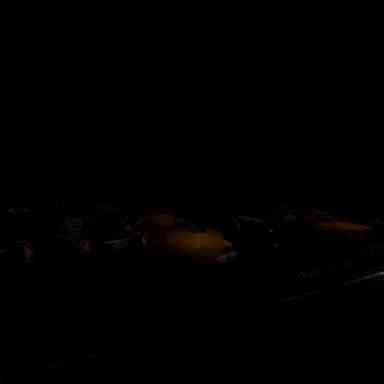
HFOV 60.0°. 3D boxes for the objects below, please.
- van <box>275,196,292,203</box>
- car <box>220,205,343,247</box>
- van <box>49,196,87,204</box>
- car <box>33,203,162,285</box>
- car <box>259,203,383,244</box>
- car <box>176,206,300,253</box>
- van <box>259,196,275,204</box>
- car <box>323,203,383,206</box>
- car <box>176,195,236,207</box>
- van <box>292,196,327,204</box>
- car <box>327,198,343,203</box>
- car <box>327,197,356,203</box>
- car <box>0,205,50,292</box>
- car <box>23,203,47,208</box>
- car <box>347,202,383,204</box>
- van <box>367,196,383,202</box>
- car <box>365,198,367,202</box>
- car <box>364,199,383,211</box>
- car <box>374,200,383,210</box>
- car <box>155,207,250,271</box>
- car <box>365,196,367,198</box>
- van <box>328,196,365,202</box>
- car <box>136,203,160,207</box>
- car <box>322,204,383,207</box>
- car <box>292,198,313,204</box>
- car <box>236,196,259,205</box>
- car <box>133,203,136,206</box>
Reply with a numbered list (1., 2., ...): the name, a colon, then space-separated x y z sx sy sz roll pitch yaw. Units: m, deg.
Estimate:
1. van: 7.448 1.412 33.671 1.878 1.987 4.442 0 0 -35
2. car: 3.707 1.556 14.837 2.231 1.521 4.892 0 0 -35
3. van: -8.465 1.295 22.371 1.878 1.987 4.442 0 0 -35
4. car: -3.061 1.380 9.985 2.185 1.767 4.553 0 0 -35
5. car: 6.081 1.569 16.288 1.946 1.575 5.366 0 0 -35
6. car: 1.451 1.540 13.220 2.231 1.521 4.892 0 0 -35
7. van: 5.324 1.395 31.877 1.878 1.987 4.442 0 0 -35
8. car: 10.518 1.634 19.630 2.163 1.488 4.792 0 0 -35
9. car: 0.756 1.337 28.742 2.435 2.045 5.566 0 0 -35
10. van: 12.108 1.447 36.705 1.878 1.987 4.442 1 0 -36
11. car: 14.270 1.725 38.409 2.163 1.488 4.792 1 0 -35
12. car: 16.422 1.753 39.937 2.163 1.488 4.792 1 -1 -35
13. car: -5.325 1.363 8.377 2.185 1.767 4.553 0 0 -35
14. car: -10.553 1.546 20.742 2.002 1.452 4.674 0 0 -35
15. car: 12.781 1.651 21.238 2.163 1.488 4.792 0 0 -35
16. van: 14.961 1.412 22.965 1.878 1.987 4.442 0 0 -35
17. car: 21.074 1.827 43.170 2.163 1.488 4.792 1 -1 -35
18. car: 27.939 1.916 47.852 1.946 1.575 5.366 1 -1 -35
19. car: 30.091 2.000 49.605 2.002 1.452 4.674 1 -1 -35
20. car: -0.709 1.519 11.466 1.946 1.575 5.366 0 0 -35
21. car: 23.302 1.587 44.822 2.435 2.045 5.566 1 -1 -35
22. van: 18.633 1.532 41.615 1.878 1.987 4.442 1 -1 -35
23. car: -3.776 1.555 25.551 2.097 1.535 5.008 0 0 -35
24. car: 8.254 1.618 18.023 2.163 1.488 4.792 0 0 -35
25. car: 9.769 1.654 35.183 2.097 1.535 5.008 0 0 -35
26. car: 3.015 1.353 30.346 2.435 2.045 5.566 0 0 -35
27. car: -6.141 1.578 23.881 2.002 1.452 4.674 0 0 -35
